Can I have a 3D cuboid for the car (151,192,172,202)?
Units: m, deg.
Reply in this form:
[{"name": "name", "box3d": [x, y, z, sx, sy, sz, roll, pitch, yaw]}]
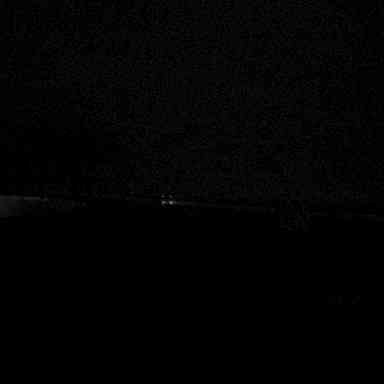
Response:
[{"name": "car", "box3d": [-5.364, 0.793, 59.140, 2.097, 1.767, 4.553, 1, 1, -35]}]
